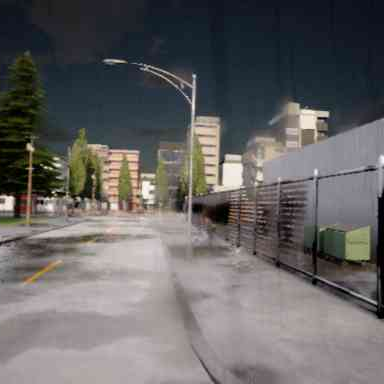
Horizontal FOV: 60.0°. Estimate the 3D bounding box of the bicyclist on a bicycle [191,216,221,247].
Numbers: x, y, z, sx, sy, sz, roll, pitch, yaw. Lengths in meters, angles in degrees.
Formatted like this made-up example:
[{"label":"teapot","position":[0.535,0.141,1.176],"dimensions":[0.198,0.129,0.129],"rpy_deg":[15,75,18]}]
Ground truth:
[{"label":"bicyclist on a bicycle","position":[0.762,2.088,17.597],"dimensions":[1.656,1.620,0.582],"rpy_deg":[2,-2,-7]}]
